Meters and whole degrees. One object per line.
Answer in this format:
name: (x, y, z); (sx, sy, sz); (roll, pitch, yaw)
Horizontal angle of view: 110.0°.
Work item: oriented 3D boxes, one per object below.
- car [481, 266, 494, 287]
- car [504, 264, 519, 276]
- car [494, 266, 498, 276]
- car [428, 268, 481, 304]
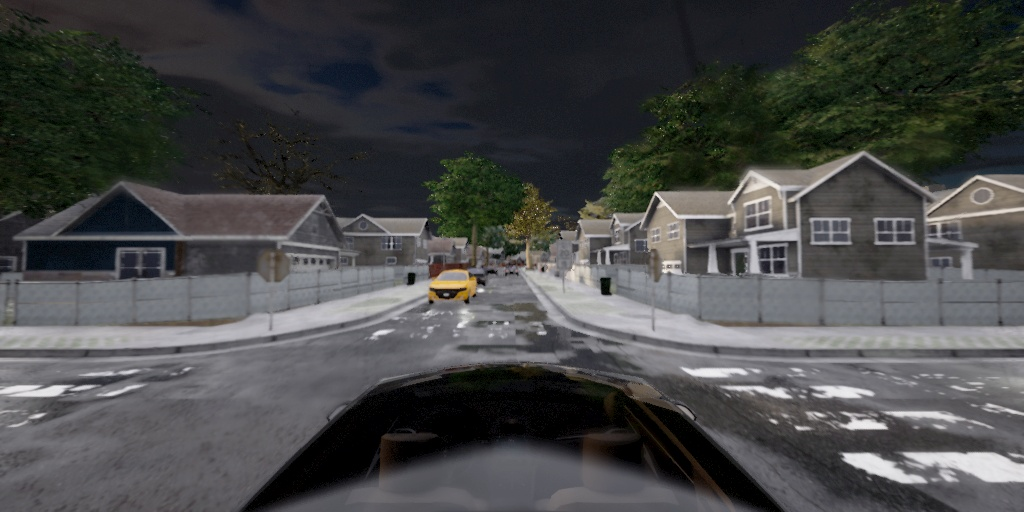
car: (-2.858, 1.658, 29.079); (2.033, 1.411, 5.357); (0, -1, 0)
car: (-0.016, 1.899, 46.688); (2.033, 1.411, 5.357); (0, -1, 0)
car: (-2.815, 1.963, 47.563); (1.895, 1.301, 4.718); (0, -1, 0)
car: (-2.852, 1.441, 18.069); (1.882, 1.535, 5.008); (0, -1, 0)
